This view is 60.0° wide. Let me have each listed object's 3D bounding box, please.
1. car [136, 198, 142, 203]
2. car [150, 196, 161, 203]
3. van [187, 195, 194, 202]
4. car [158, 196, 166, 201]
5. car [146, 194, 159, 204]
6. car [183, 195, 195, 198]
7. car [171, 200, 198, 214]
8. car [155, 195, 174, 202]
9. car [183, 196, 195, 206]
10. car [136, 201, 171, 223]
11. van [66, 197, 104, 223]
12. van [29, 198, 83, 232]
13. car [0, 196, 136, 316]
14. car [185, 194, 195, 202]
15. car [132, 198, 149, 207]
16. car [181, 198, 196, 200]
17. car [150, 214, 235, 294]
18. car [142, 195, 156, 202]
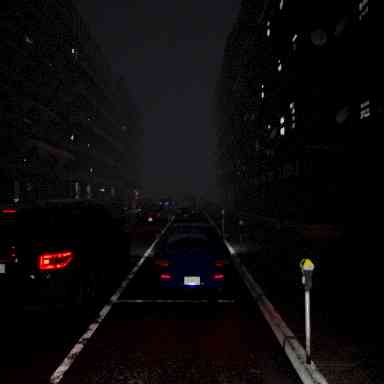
[{"bbox_3d":[-8.315,1.379,42.875,2.192,1.841,5.009,1,0,0],"label":"car"},{"bbox_3d":[-8.325,1.725,76.058,1.887,1.381,4.507,1,0,0],"label":"car"},{"bbox_3d":[-0.476,1.575,87.068,1.690,1.788,3.998,1,0,0],"label":"van"},{"bbox_3d":[-8.328,1.847,92.652,1.802,1.307,4.206,1,0,0],"label":"car"},{"bbox_3d":[-8.319,1.471,70.528,2.192,1.841,5.009,1,0,0],"label":"car"},{"bbox_3d":[-0.430,1.490,37.286,1.967,1.590,4.097,1,0,0],"label":"car"},{"bbox_3d":[-0.438,1.572,26.224,1.887,1.381,4.507,1,0,0],"label":"car"},{"bbox_3d":[-3.022,1.413,41.880,2.097,1.767,4.553,0,0,0],"label":"car"},{"bbox_3d":[-0.474,1.553,59.411,1.967,1.590,4.097,1,0,0],"label":"car"},{"bbox_3d":[-2.929,1.626,25.435,1.895,1.301,4.718,0,0,0],"label":"car"},{"bbox_3d":[-8.314,1.368,26.285,1.690,1.788,3.998,1,0,0],"label":"van"},{"bbox_3d":[-8.313,1.359,20.753,1.690,1.788,3.998,2,0,0],"label":"van"},{"bbox_3d":[-2.920,1.227,7.633,2.150,2.045,5.566,0,0,0],"label":"car"},{"bbox_3d":[-0.474,1.521,81.536,2.192,1.841,5.009,1,0,0],"label":"car"},{"bbox_3d":[-8.322,1.660,53.938,1.947,1.339,4.313,1,0,0],"label":"car"},{"bbox_3d":[-0.439,1.582,31.754,1.887,1.381,4.507,1,0,0],"label":"car"},{"bbox_3d":[0.002,1.531,8.653,1.812,1.442,4.674,0,0,0],"label":"car"},{"bbox_3d":[-5.779,1.583,46.239,1.837,1.490,4.892,0,-1,0],"label":"car"}]
